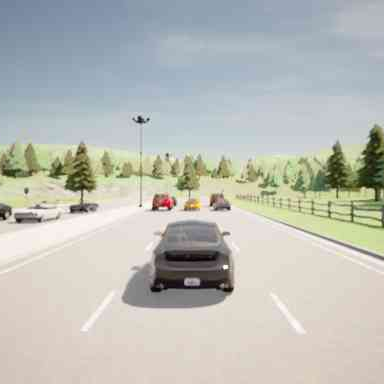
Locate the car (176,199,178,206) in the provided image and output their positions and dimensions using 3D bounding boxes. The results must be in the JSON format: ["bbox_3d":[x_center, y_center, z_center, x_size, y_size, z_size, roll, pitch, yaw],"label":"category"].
[{"bbox_3d":[-3.217,1.391,50.223,1.882,1.535,5.008,0,0,2],"label":"car"}]

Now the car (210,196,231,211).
[{"bbox_3d":[3.555,1.480,39.441,2.033,1.411,5.357,0,0,1],"label":"car"}]

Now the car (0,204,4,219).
[{"bbox_3d":[-11.590,1.520,15.777,2.033,1.411,5.357,0,0,0],"label":"car"}]

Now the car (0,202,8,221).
[{"bbox_3d":[-15.060,1.449,24.257,2.128,1.511,4.902,0,0,0],"label":"car"}]

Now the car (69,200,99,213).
[{"bbox_3d":[-11.480,1.539,35.554,1.895,1.301,4.718,0,0,0],"label":"car"}]

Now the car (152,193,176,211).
[{"bbox_3d":[-3.444,1.153,39.478,2.150,2.045,5.566,0,0,1],"label":"car"}]

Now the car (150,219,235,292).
[{"bbox_3d":[0.004,1.488,8.840,1.837,1.490,4.892,0,0,0],"label":"car"}]

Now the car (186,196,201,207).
[{"bbox_3d":[0.282,1.405,50.129,2.128,1.511,4.902,0,0,2],"label":"car"}]

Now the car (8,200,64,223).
[{"bbox_3d":[-11.565,1.556,25.361,1.895,1.301,4.718,0,0,1],"label":"car"}]

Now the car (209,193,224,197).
[{"bbox_3d":[3.782,1.135,50.065,2.150,2.045,5.566,0,0,2],"label":"car"}]

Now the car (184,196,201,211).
[{"bbox_3d":[0.059,1.409,39.859,1.882,1.535,5.008,0,0,1],"label":"car"}]

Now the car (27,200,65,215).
[{"bbox_3d":[-14.981,1.541,34.399,1.895,1.301,4.718,0,0,0],"label":"car"}]
